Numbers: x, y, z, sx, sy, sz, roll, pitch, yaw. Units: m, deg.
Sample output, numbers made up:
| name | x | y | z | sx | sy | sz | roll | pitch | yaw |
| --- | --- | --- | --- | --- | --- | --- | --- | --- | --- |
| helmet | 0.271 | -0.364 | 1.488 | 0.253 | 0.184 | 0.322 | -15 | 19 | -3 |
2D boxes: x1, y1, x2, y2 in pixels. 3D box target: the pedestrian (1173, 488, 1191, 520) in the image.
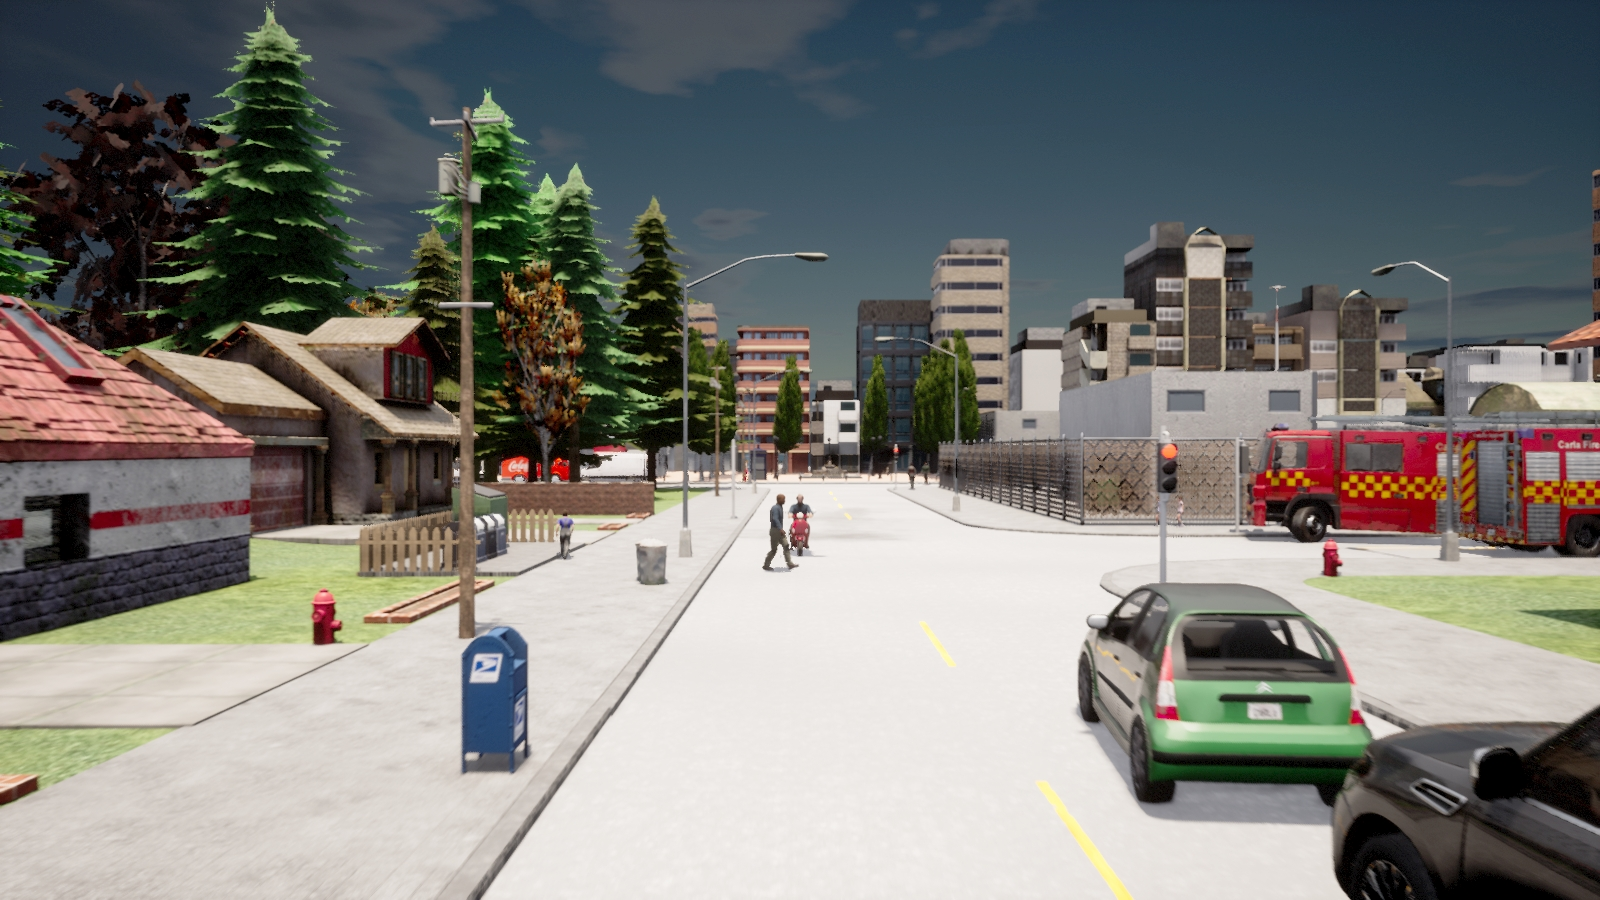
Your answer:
| name | x | y | z | sx | sy | sz | roll | pitch | yaw |
| --- | --- | --- | --- | --- | --- | --- | --- | --- | --- |
| pedestrian | 13.329 | 1.895 | 39.904 | 0.500 | 1.100 | 0.500 | 0 | 0 | 5 |

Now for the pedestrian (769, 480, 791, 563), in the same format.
| name | x | y | z | sx | sy | sz | roll | pitch | yaw |
| --- | --- | --- | --- | --- | --- | --- | --- | --- | --- |
| pedestrian | -0.460 | 1.628 | 26.169 | 0.375 | 1.860 | 0.375 | 0 | 0 | 21 |

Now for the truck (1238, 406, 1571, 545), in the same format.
| name | x | y | z | sx | sy | sz | roll | pitch | yaw |
| --- | --- | --- | --- | --- | --- | --- | --- | --- | --- |
| truck | 17.999 | 0.670 | 34.735 | 8.468 | 3.827 | 2.891 | 1 | 1 | 17 |

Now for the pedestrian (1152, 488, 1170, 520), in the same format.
| name | x | y | z | sx | sy | sz | roll | pitch | yaw |
| --- | --- | --- | --- | --- | --- | --- | --- | --- | --- |
| pedestrian | 12.613 | 1.896 | 39.954 | 0.500 | 1.100 | 0.500 | 0 | 0 | 3 |

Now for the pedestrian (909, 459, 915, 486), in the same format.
| name | x | y | z | sx | sy | sz | roll | pitch | yaw |
| --- | --- | --- | --- | --- | --- | --- | --- | --- | --- |
| pedestrian | 7.614 | 1.516 | 77.583 | 0.375 | 1.860 | 0.375 | 0 | 0 | 5 |

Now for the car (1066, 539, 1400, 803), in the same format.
| name | x | y | z | sx | sy | sz | roll | pitch | yaw |
| --- | --- | --- | --- | --- | --- | --- | --- | --- | --- |
| car | 3.657 | 1.779 | 10.455 | 1.851 | 1.617 | 3.988 | 0 | 0 | 5 |

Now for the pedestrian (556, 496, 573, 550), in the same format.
| name | x | y | z | sx | sy | sz | roll | pitch | yaw |
| --- | --- | --- | --- | --- | --- | --- | --- | --- | --- |
| pedestrian | -5.850 | 1.803 | 28.366 | 0.375 | 1.300 | 0.375 | 0 | 0 | -6 |

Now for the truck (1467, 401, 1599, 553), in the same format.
| name | x | y | z | sx | sy | sz | roll | pitch | yaw |
| --- | --- | --- | --- | --- | --- | --- | --- | --- | --- |
| truck | 22.714 | 0.670 | 30.215 | 8.468 | 3.827 | 2.891 | 0 | 0 | 0 |

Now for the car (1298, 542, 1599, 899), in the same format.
| name | x | y | z | sx | sy | sz | roll | pitch | yaw |
| --- | --- | --- | --- | --- | --- | --- | --- | --- | --- |
| car | 3.942 | 1.559 | 3.854 | 2.150 | 2.045 | 5.566 | 0 | 0 | 1 |
